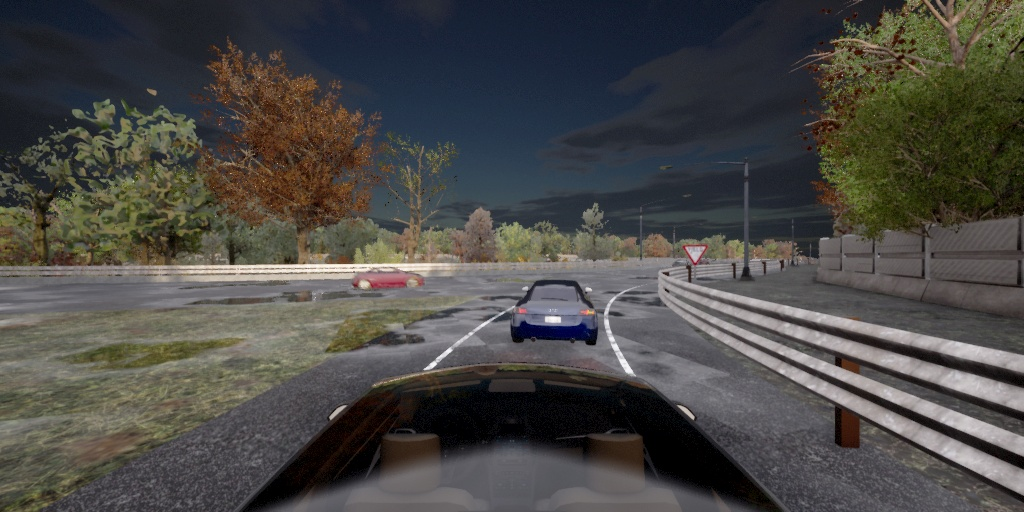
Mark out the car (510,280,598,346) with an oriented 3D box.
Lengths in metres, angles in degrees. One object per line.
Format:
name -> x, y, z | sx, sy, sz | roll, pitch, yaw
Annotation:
car -> 1.177, 1.314, 9.562 | 1.994, 1.385, 4.181 | 0, 0, 9

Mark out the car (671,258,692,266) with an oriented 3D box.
car -> 26.126, 1.271, 55.011 | 1.812, 1.442, 4.674 | 0, 0, 42

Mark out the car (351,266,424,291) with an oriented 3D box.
car -> -7.522, 1.311, 21.829 | 4.181, 1.385, 1.994 | 0, 0, -23
